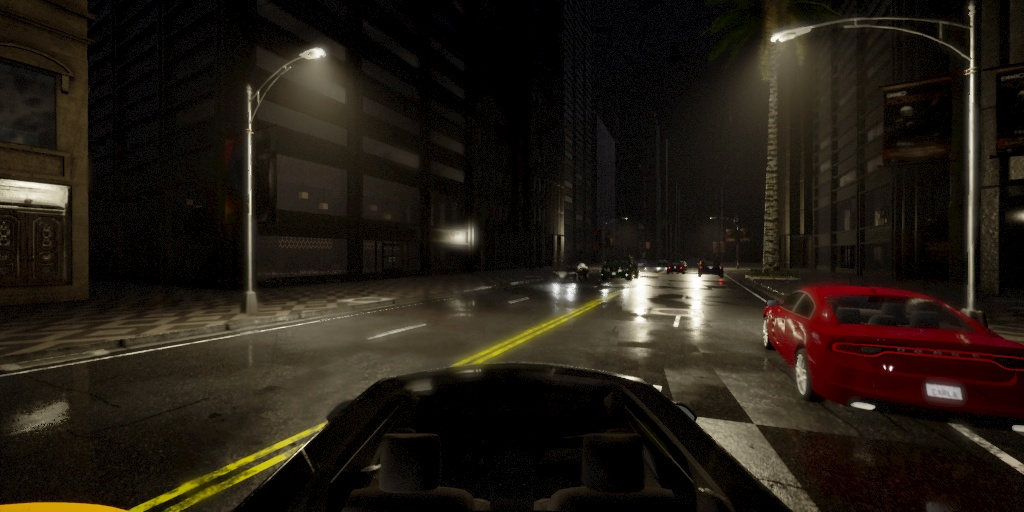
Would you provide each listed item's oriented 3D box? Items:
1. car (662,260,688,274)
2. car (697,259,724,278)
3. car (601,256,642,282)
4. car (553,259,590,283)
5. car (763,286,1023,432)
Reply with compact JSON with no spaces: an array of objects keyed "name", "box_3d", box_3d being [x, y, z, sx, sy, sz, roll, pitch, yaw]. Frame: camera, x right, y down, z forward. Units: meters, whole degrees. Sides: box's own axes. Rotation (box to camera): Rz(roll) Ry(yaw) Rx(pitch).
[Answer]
[{"name":"car","box_3d":[18.647,1.315,40.733,2.033,1.411,5.357,0,0,27]},{"name":"car","box_3d":[19.287,1.116,34.911,2.097,1.767,4.553,0,0,27]},{"name":"car","box_3d":[8.866,0.980,29.264,2.150,2.045,5.566,0,0,27]},{"name":"car","box_3d":[4.816,1.248,28.497,2.128,1.511,4.902,0,0,27]},{"name":"car","box_3d":[5.513,1.228,5.834,1.882,1.535,5.008,0,0,27]}]
